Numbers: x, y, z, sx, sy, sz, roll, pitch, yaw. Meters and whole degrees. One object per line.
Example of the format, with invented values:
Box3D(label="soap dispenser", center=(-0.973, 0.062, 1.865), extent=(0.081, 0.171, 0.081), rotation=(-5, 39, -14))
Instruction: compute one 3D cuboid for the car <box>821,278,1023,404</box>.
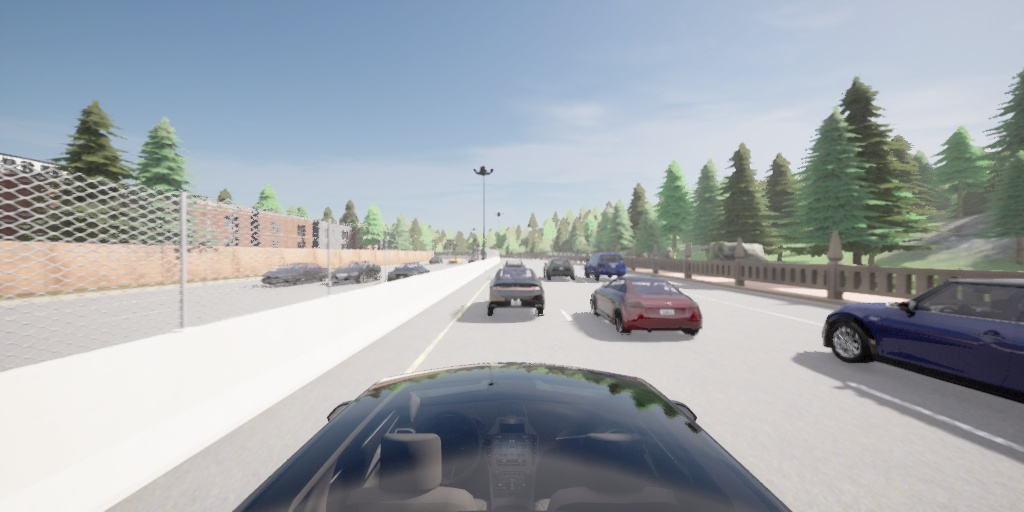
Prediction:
Box3D(label="car", center=(7.094, 1.083, 5.105), extent=(2.097, 1.767, 4.553), rotation=(0, 0, 0))

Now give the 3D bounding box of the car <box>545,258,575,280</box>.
Box3D(label="car", center=(3.661, 0.925, 28.688), extent=(2.097, 1.767, 4.553), rotation=(0, 0, 0))

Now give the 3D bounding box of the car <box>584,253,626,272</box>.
Box3D(label="car", center=(7.161, 0.802, 27.984), extent=(2.150, 2.045, 5.566), rotation=(0, 0, 0))

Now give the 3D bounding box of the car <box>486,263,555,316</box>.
Box3D(label="car", center=(0.123, 1.167, 13.005), extent=(2.128, 1.511, 4.902), rotation=(0, 0, 0))

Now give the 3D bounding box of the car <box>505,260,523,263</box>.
Box3D(label="car", center=(0.162, 1.061, 28.962), extent=(2.128, 1.511, 4.902), rotation=(0, 0, 0))

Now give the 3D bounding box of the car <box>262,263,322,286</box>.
Box3D(label="car", center=(-14.047, 1.141, 23.868), extent=(2.033, 1.411, 5.357), rotation=(0, 0, 0))

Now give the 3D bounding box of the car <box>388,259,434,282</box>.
Box3D(label="car", center=(-7.043, 1.156, 24.800), extent=(1.994, 1.385, 4.181), rotation=(0, 0, 0))

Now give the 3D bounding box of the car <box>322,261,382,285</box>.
Box3D(label="car", center=(-10.544, 1.082, 24.659), extent=(2.128, 1.511, 4.902), rotation=(0, 0, 0))

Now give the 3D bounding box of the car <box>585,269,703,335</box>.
Box3D(label="car", center=(3.614, 1.259, 10.339), extent=(1.994, 1.385, 4.181), rotation=(0, 0, 0))
